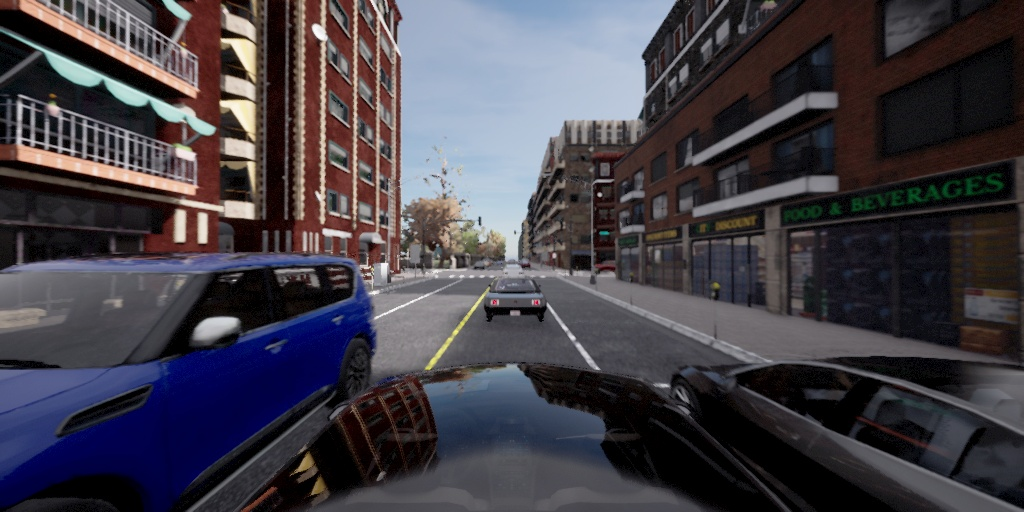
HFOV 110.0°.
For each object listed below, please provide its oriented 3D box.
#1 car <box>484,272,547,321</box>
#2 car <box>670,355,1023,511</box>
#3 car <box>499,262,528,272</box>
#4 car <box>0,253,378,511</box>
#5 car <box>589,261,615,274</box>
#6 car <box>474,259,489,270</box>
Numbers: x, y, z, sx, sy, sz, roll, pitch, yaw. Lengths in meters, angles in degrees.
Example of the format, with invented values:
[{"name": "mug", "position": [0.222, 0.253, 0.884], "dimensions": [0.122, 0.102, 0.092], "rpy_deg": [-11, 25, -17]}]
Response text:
[{"name": "car", "position": [0.100, 1.404, 12.717], "dimensions": [1.895, 1.301, 4.718], "rpy_deg": [0, 0, 0]}, {"name": "car", "position": [2.691, 1.319, 2.387], "dimensions": [1.948, 1.339, 4.313], "rpy_deg": [0, 0, 0]}, {"name": "car", "position": [0.099, 1.409, 28.169], "dimensions": [1.812, 1.442, 4.674], "rpy_deg": [0, 0, 0]}, {"name": "car", "position": [-3.099, 0.979, 3.243], "dimensions": [2.150, 2.045, 5.566], "rpy_deg": [0, 0, 0]}, {"name": "car", "position": [13.448, 1.610, 50.753], "dimensions": [5.009, 1.841, 2.192], "rpy_deg": [0, 0, -1]}, {"name": "car", "position": [-5.691, 1.654, 63.095], "dimensions": [1.948, 1.339, 4.313], "rpy_deg": [0, 0, 0]}]
